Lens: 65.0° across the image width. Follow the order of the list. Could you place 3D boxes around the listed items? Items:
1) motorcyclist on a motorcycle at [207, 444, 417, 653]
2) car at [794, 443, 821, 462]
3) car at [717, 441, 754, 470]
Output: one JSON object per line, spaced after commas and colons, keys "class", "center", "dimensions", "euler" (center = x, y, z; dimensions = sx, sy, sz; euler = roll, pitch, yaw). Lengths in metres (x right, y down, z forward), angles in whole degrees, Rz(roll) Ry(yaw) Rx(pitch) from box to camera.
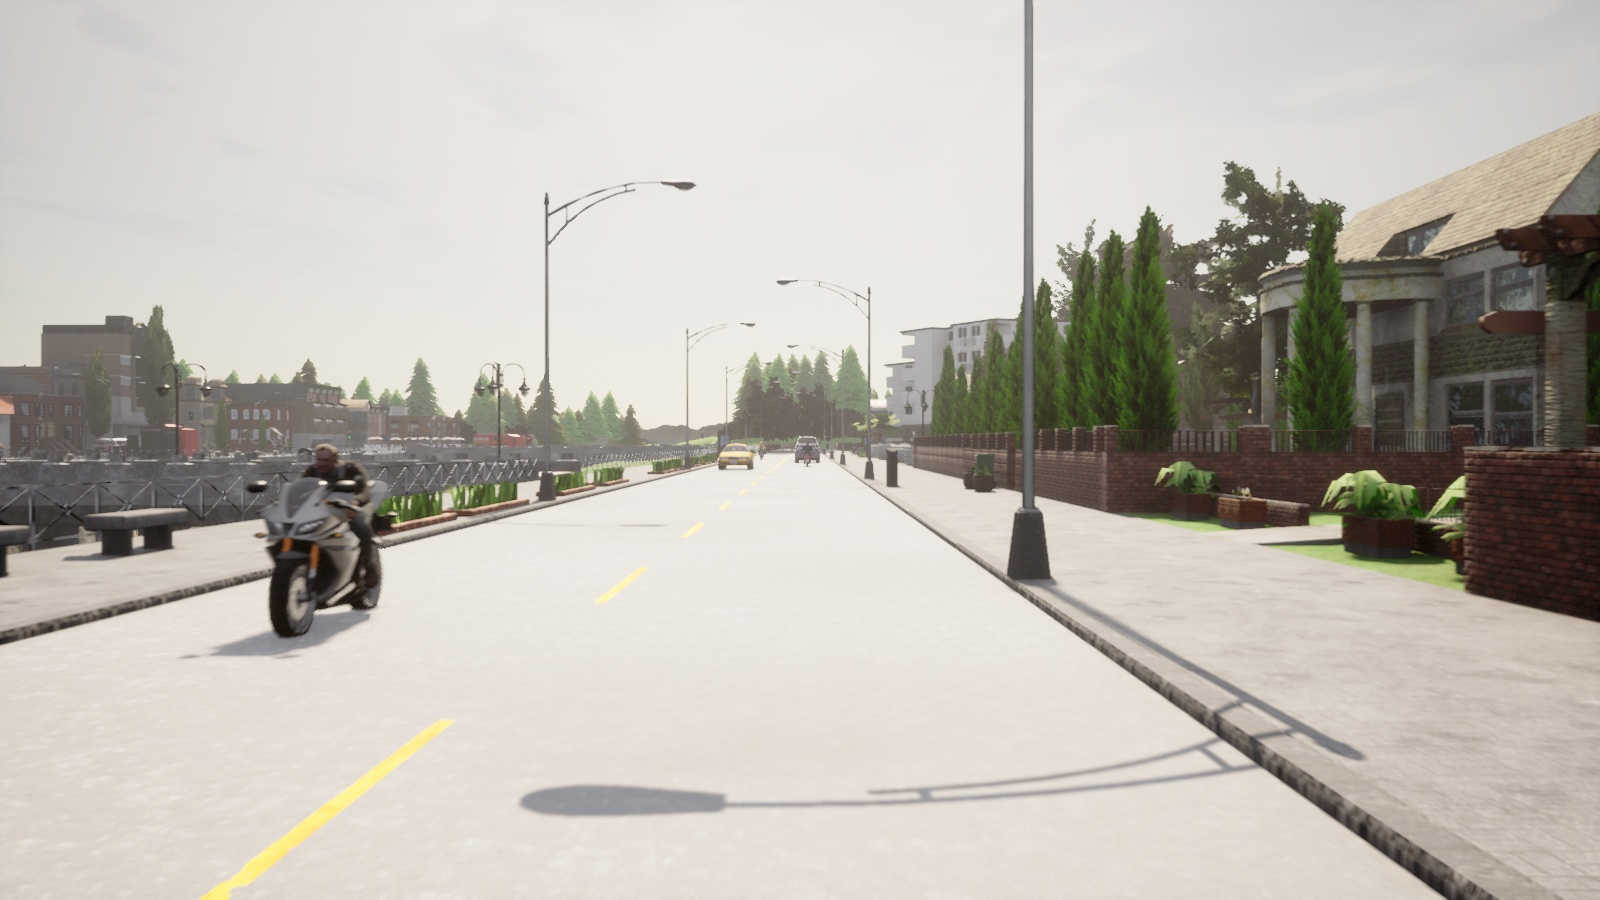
{"class": "motorcyclist on a motorcycle", "center": [-3.926, 0.720, 10.339], "dimensions": [0.866, 1.530, 2.191], "euler": [0, 0, 0]}
{"class": "car", "center": [0.563, 0.176, 95.118], "dimensions": [1.970, 1.475, 3.806], "euler": [0, 0, 0]}
{"class": "car", "center": [-3.578, 0.284, 70.670], "dimensions": [1.801, 1.575, 5.366], "euler": [0, 0, 0]}
